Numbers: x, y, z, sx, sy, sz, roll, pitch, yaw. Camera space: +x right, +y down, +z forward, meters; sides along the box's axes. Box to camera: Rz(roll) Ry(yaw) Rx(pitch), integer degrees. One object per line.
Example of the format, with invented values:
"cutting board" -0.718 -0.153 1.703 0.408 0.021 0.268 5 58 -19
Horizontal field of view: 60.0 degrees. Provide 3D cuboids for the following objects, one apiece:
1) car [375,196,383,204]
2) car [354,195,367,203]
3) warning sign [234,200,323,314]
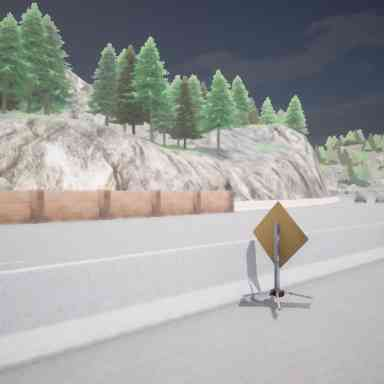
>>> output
"car" 36.814 1.495 64.921 1.812 1.442 4.674 0 0 31
"car" 33.787 1.331 66.677 2.097 1.767 4.553 0 0 31
"warning sign" 1.644 1.114 6.422 1.060 1.860 1.300 0 0 -37
